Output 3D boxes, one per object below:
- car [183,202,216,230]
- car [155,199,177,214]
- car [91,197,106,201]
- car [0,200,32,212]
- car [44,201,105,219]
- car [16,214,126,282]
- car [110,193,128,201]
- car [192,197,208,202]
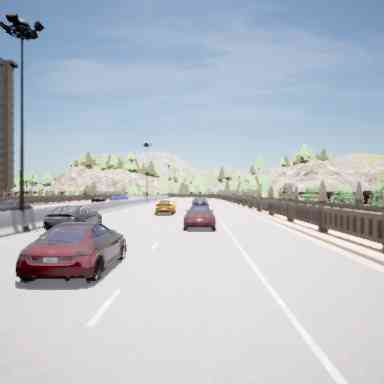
[{"bbox_3d":[0.491,1.565,21.239,1.994,1.385,4.181,0,0,1],"label":"car"},{"bbox_3d":[-2.673,1.478,34.796,1.882,1.535,5.008,0,0,1],"label":"car"},{"bbox_3d":[-19.410,1.598,69.268,1.895,1.301,4.718,0,0,1],"label":"car"},{"bbox_3d":[-16.957,1.497,31.388,1.837,1.490,4.892,0,0,2],"label":"car"},{"bbox_3d":[-6.570,1.489,18.804,2.128,1.511,4.902,0,0,1],"label":"car"},{"bbox_3d":[-3.269,1.563,9.777,1.994,1.385,4.181,0,0,1],"label":"car"},{"bbox_3d":[-12.722,1.220,58.245,2.150,2.045,5.566,0,0,2],"label":"car"},{"bbox_3d":[1.014,1.354,42.160,2.097,1.767,4.553,0,0,1],"label":"car"}]
